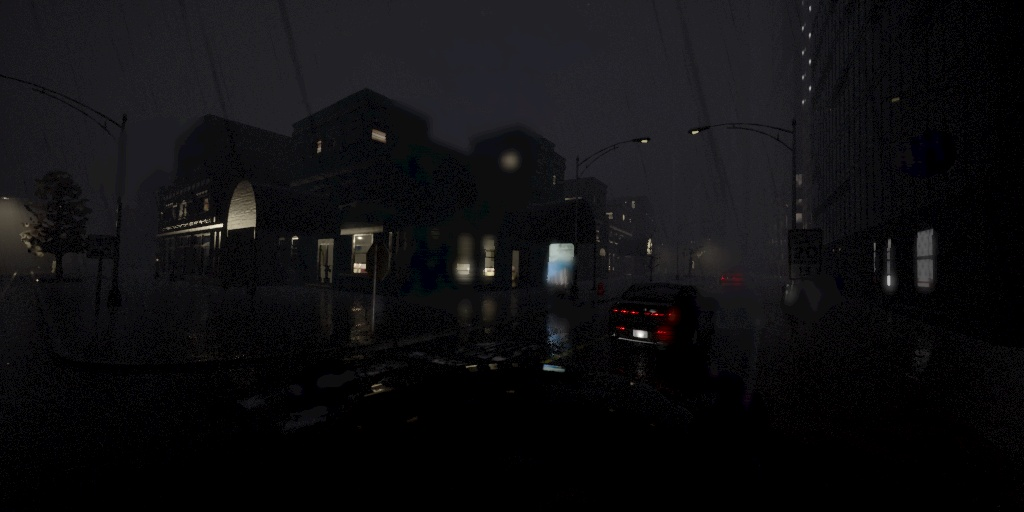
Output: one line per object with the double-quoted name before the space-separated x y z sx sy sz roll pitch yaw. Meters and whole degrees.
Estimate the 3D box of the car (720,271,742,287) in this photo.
"car" 23.097 2.419 37.822 2.033 1.411 5.357 0 -1 32

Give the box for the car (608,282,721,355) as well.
"car" 4.069 1.431 9.392 1.837 1.490 4.892 0 -2 36
